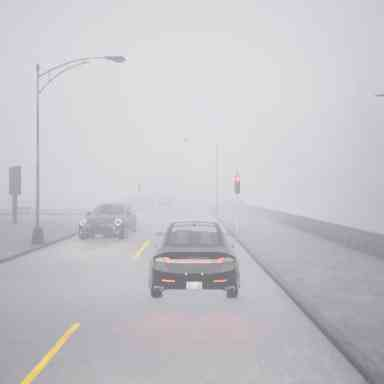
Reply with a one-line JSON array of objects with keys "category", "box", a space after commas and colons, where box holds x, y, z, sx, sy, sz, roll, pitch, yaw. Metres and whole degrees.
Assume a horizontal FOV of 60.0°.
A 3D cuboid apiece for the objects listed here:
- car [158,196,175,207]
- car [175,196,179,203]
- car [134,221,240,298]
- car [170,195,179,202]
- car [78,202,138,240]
[{"category": "car", "box": [-4.119, 1.533, 50.882, 2.033, 1.411, 5.357, 0, 0, 0]}, {"category": "car", "box": [-4.072, 1.583, 64.084, 1.895, 1.301, 4.718, 0, 0, 0]}, {"category": "car", "box": [0.058, 1.489, 8.491, 2.128, 1.511, 4.902, 0, 0, 0]}, {"category": "car", "box": [-4.033, 1.515, 77.032, 1.994, 1.385, 4.181, 0, 0, 0]}, {"category": "car", "box": [-4.107, 1.347, 16.848, 2.097, 1.767, 4.553, 0, 0, 0]}]
